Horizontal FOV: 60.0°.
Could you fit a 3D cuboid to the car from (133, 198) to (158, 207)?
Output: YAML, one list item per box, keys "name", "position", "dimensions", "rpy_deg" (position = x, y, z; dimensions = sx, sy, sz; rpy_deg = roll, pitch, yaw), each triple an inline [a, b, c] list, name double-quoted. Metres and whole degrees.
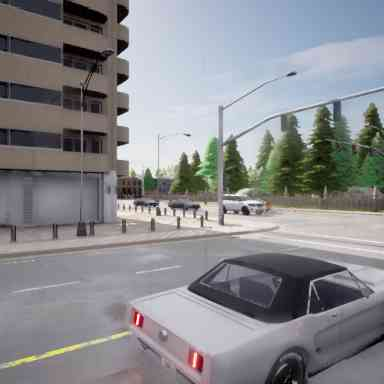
- name: "car"
  position: [-7.229, 1.603, 51.278]
  dimensions: [2.033, 1.411, 5.357]
  rpy_deg: [0, 0, -36]

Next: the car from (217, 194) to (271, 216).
- name: "car"
  position: [4.967, 1.278, 34.293]
  dimensions: [2.150, 2.045, 5.566]
  rpy_deg: [0, 0, -36]

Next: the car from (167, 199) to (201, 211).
- name: "car"
  position: [-1.098, 1.603, 42.721]
  dimensions: [2.033, 1.411, 5.357]
  rpy_deg: [0, 0, -36]

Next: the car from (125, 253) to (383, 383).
- name: "car"
  position: [1.567, 1.601, 4.897]
  dimensions: [4.718, 1.301, 1.895]
  rpy_deg: [0, 0, -35]

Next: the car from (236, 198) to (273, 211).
- name: "car"
  position: [7.910, 1.581, 42.535]
  dimensions: [1.812, 1.442, 4.674]
  rpy_deg: [0, 0, -36]
